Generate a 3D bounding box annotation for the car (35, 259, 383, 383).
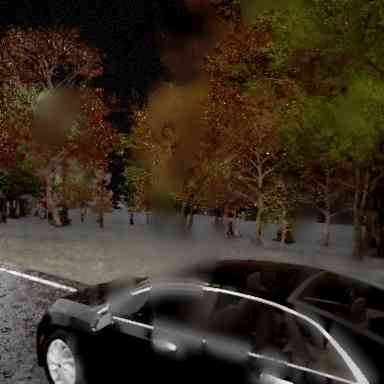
[{"bbox_3d":[0.306,1.494,3.475,4.892,1.490,1.837,0,0,35],"label":"car"}]
